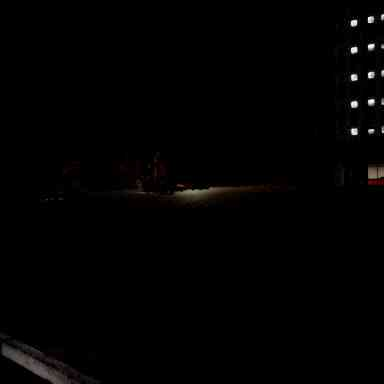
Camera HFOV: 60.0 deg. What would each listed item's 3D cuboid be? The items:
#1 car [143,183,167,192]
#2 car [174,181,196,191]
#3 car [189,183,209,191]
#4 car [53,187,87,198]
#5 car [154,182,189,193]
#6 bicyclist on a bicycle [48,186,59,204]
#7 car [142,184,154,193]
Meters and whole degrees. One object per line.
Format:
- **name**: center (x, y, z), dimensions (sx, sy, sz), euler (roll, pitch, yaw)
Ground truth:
- **car**: center (-6.665, -0.793, 60.893), dimensions (1.837, 1.490, 4.892), euler (0, 2, 30)
- **car**: center (-1.339, -1.200, 63.743), dimensions (2.097, 1.767, 4.553), euler (0, 2, 29)
- **car**: center (1.537, -0.965, 62.228), dimensions (1.895, 1.301, 4.718), euler (0, 2, 29)
- **car**: center (-16.350, 0.049, 44.828), dimensions (1.812, 1.442, 4.674), euler (0, 2, 32)
- **car**: center (-3.241, -0.592, 53.731), dimensions (2.033, 1.411, 5.357), euler (0, 2, 30)
- **bicyclist on a bicycle**: center (-12.661, 0.252, 30.264), dimensions (1.656, 1.620, 0.582), euler (-1, 2, 33)
- **car**: center (-6.020, -0.584, 55.419), dimensions (2.033, 1.411, 5.357), euler (0, 2, 30)
